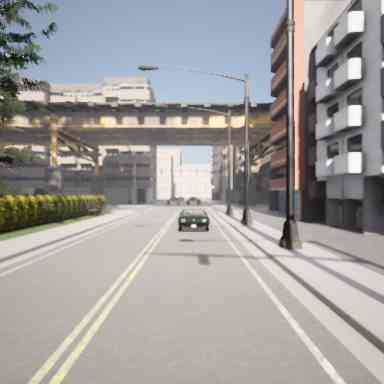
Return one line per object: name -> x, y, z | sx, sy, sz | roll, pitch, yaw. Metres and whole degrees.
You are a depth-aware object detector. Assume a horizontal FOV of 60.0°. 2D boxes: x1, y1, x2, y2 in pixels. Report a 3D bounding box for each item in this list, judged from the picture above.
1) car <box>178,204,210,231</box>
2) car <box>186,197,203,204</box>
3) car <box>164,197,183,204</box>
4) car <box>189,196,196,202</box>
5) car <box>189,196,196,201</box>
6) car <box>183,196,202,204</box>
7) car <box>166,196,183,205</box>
car -> 0.104, 1.707, 21.646 | 1.895, 1.301, 4.718 | 0, 0, 0
car -> 0.509, 1.610, 64.831 | 1.853, 1.218, 4.536 | 0, 0, -20
car -> -3.612, 1.612, 65.137 | 1.853, 1.218, 4.536 | 0, 0, 25
car -> 0.163, 1.897, 91.378 | 2.038, 1.542, 4.974 | 0, 0, 0
car -> 0.163, 1.739, 91.430 | 1.853, 1.218, 4.536 | 0, 0, 0
car -> 0.527, 1.768, 64.781 | 2.038, 1.542, 4.974 | 0, 0, -20
car -> -3.633, 1.769, 65.089 | 2.038, 1.542, 4.974 | 0, 0, 25
